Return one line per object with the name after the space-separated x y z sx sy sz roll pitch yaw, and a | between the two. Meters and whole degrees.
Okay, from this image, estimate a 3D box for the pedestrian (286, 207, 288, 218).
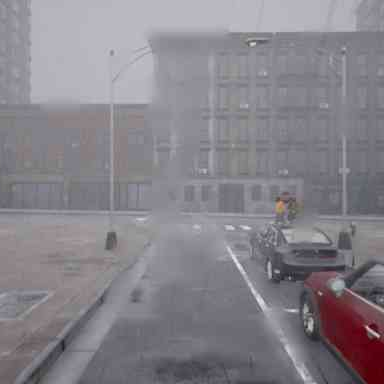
5.910 1.131 19.780 0.375 1.860 0.375 0 0 0 | pedestrian

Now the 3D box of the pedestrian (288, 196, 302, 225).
5.948 1.135 19.179 0.375 1.860 0.375 0 0 0 | pedestrian

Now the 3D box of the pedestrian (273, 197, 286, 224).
4.891 1.133 18.586 0.375 1.860 0.375 0 0 0 | pedestrian

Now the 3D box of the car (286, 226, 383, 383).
2.664 1.439 3.770 1.967 1.590 4.097 0 0 0 | car

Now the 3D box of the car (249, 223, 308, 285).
2.693 1.547 9.274 2.008 1.369 4.403 0 0 0 | car
